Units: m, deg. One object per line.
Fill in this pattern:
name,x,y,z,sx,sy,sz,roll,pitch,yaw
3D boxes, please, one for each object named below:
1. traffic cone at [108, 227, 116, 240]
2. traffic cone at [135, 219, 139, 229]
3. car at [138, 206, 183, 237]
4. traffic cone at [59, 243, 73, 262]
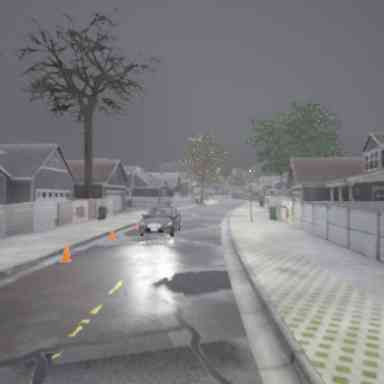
traffic cone,-3.845,2.003,16.018,0.340,0.580,0.340,0,0,4
traffic cone,-3.442,2.025,21.053,0.340,0.580,0.340,0,0,5
car,-1.635,1.551,18.495,2.128,1.511,4.902,0,0,5
traffic cone,-4.145,1.983,10.976,0.340,0.580,0.340,0,0,3
